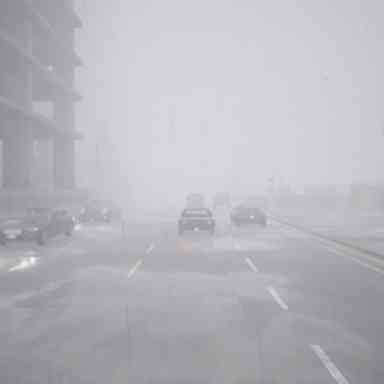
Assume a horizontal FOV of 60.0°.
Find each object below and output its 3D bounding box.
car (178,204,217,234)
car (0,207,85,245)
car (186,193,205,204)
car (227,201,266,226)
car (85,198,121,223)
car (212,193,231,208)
[{"bbox_3d":[0.253,1.571,19.059,1.895,1.301,4.718,0,0,0],"label":"car"},{"bbox_3d":[-6.962,1.464,15.332,2.128,1.511,4.902,0,0,1],"label":"car"},{"bbox_3d":[0.395,1.157,40.931,2.150,2.045,5.566,0,0,1],"label":"car"},{"bbox_3d":[3.785,1.529,22.941,1.994,1.385,4.181,0,0,0],"label":"car"},{"bbox_3d":[-6.817,1.309,25.094,2.097,1.767,4.553,0,0,1],"label":"car"},{"bbox_3d":[3.938,1.148,44.040,2.150,2.045,5.566,0,0,1],"label":"car"}]
